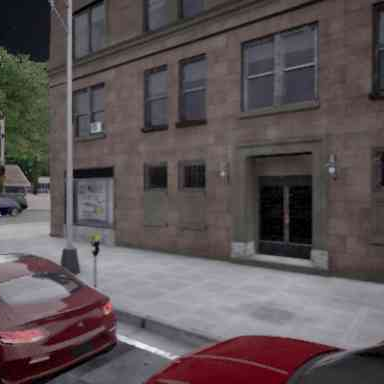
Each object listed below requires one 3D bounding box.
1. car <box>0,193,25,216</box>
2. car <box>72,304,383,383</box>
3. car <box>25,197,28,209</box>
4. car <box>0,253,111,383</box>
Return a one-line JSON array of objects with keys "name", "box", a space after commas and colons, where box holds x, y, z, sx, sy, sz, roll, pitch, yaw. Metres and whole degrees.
[{"name": "car", "box": [-17.197, 1.247, 28.276, 2.097, 1.767, 4.553, 0, 0, 35]}, {"name": "car", "box": [1.598, 1.545, 1.670, 4.507, 1.381, 1.887, 0, 0, 36]}, {"name": "car", "box": [-18.677, 1.102, 31.850, 2.150, 2.045, 5.566, 0, 0, 34]}, {"name": "car", "box": [-2.894, 1.579, 4.875, 4.206, 1.307, 1.802, 0, 0, 36]}]
